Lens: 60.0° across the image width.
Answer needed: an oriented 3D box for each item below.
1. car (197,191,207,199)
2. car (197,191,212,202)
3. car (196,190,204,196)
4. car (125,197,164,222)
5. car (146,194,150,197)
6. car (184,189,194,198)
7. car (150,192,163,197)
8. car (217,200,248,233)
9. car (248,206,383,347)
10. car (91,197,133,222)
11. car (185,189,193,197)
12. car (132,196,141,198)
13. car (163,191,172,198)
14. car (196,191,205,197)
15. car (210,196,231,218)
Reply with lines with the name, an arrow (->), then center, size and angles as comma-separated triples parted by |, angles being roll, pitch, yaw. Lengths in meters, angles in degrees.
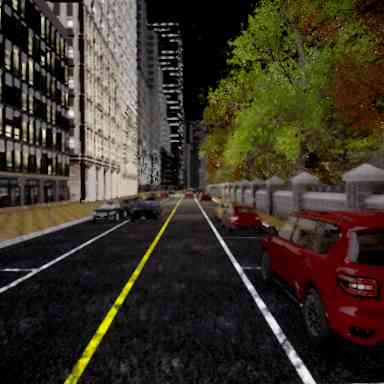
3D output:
car -> 2.010, 0.600, 68.038 | 1.887, 1.381, 4.507 | 0, 1, 0
car -> 2.139, 0.828, 51.127 | 1.887, 1.381, 4.507 | 0, 1, -1
car -> 2.023, 0.353, 85.129 | 1.752, 1.417, 4.829 | 0, 1, 0
car -> -3.074, 1.298, 23.041 | 1.895, 1.301, 4.718 | 0, 1, 0
car -> -5.841, 1.123, 34.460 | 1.947, 1.339, 4.313 | 0, 1, -1
car -> -0.706, 0.616, 71.557 | 1.895, 1.301, 4.718 | 0, 1, 0
car -> -6.034, 0.895, 51.340 | 1.947, 1.339, 4.313 | 0, 1, -1
car -> 2.524, 1.324, 17.379 | 1.802, 1.307, 4.206 | 0, 1, -1
car -> 2.650, 1.212, 6.126 | 2.192, 1.841, 5.009 | 0, 1, -1
car -> -5.713, 1.261, 23.206 | 2.008, 1.369, 4.403 | 0, 1, -1
car -> -0.702, 0.158, 81.589 | 2.097, 1.767, 4.553 | 0, 1, 0
car -> -5.777, 1.200, 28.833 | 1.947, 1.339, 4.313 | 0, 1, -1
car -> -6.026, 0.570, 73.833 | 1.887, 1.381, 4.507 | 0, 1, 0
car -> 2.003, 0.450, 79.319 | 1.887, 1.381, 4.507 | 0, 1, 0
car -> 2.458, 1.188, 23.172 | 1.752, 1.417, 4.829 | 0, 1, -1
